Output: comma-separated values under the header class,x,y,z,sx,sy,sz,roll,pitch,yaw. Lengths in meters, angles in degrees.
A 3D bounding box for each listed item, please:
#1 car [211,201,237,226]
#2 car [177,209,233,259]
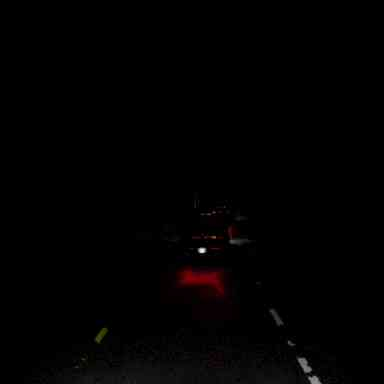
class,x,y,z,sx,sy,sz,roll,pitch,yaw
car,2.677,1.829,27.978,2.128,1.511,4.902,0,-1,12
car,0.580,1.665,13.278,1.837,1.490,4.892,0,0,6
